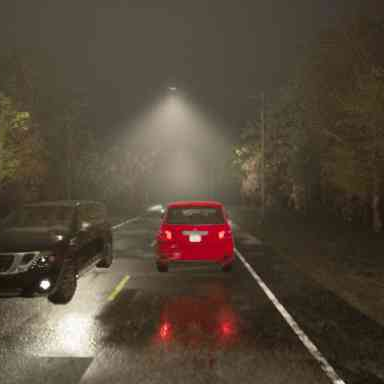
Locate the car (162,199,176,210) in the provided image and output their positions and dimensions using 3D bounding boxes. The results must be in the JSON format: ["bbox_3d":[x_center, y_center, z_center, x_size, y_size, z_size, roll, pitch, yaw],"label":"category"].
[{"bbox_3d":[-3.563,1.922,52.054,1.812,1.442,4.674,0,0,0],"label":"car"}]

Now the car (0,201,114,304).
[{"bbox_3d":[-3.604,1.280,8.642,2.150,2.045,5.566,0,0,0],"label":"car"}]

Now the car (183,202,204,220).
[{"bbox_3d":[0.088,1.734,30.905,1.812,1.442,4.674,0,0,0],"label":"car"}]

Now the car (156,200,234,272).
[{"bbox_3d":[0.091,1.297,11.147,2.150,2.045,5.566,0,0,0],"label":"car"}]
